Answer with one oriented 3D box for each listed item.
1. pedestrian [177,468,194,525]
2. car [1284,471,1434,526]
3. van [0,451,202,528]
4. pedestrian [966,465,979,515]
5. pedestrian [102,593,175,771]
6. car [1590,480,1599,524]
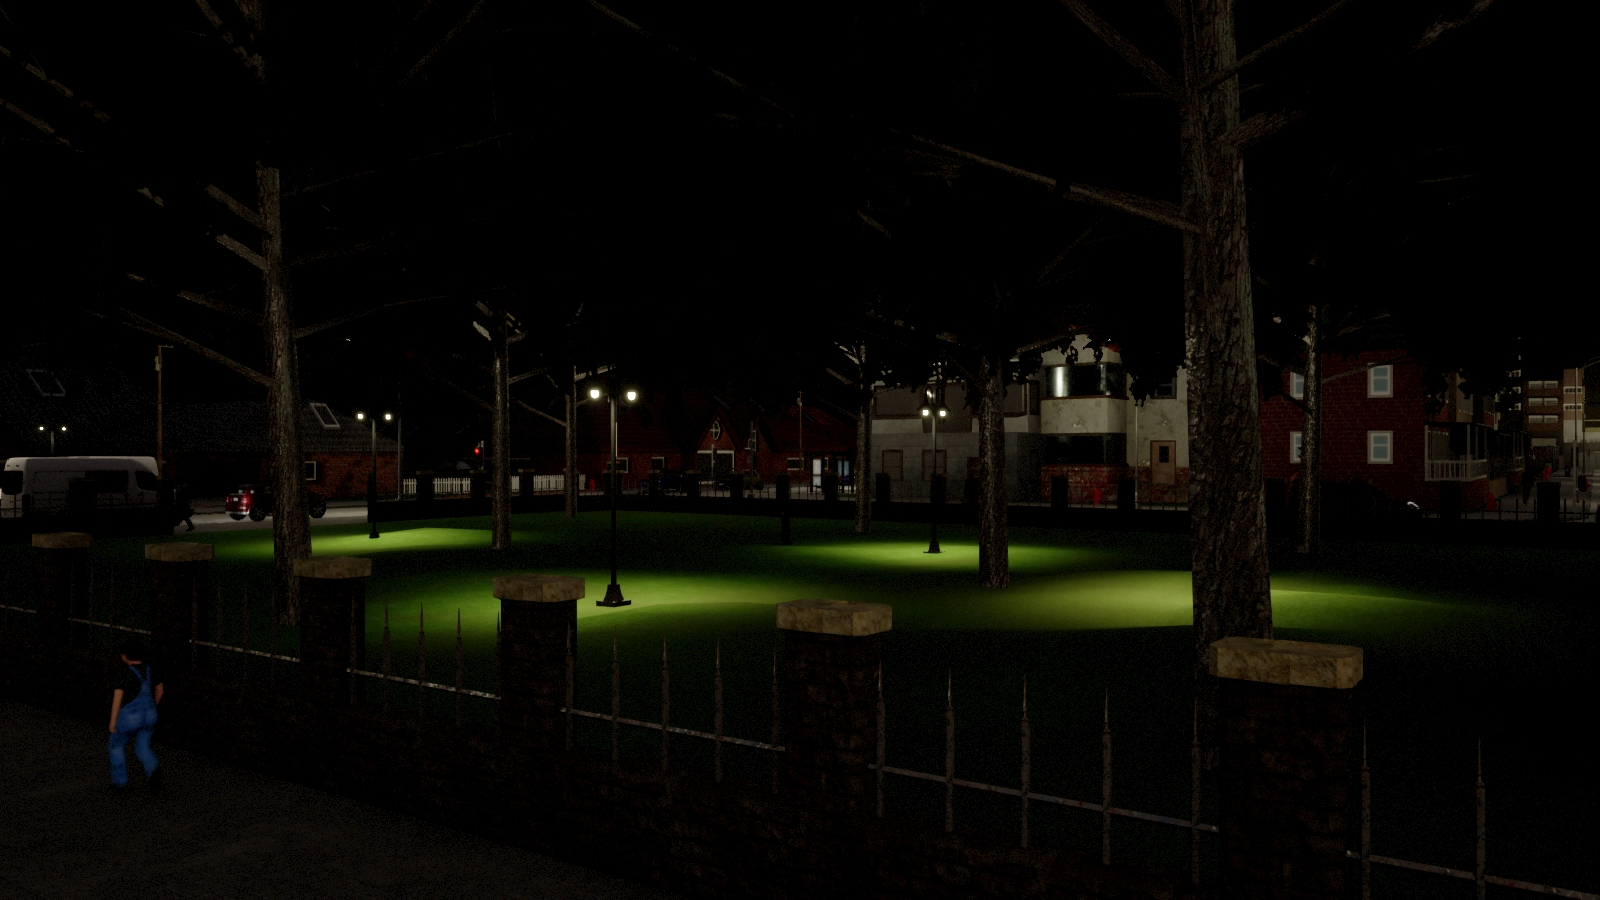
[{"bbox_3d":[-20.307,1.525,37.756,0.375,1.860,0.375,0,0,35],"label":"pedestrian"},{"bbox_3d":[19.928,1.685,40.796,4.553,1.767,2.097,0,0,35],"label":"car"},{"bbox_3d":[-24.847,1.314,40.778,1.988,2.561,5.915,0,0,36],"label":"van"},{"bbox_3d":[6.577,1.524,43.599,0.375,1.860,0.375,0,0,36],"label":"pedestrian"},{"bbox_3d":[-5.207,1.805,8.994,0.375,1.300,0.375,0,0,35],"label":"pedestrian"},{"bbox_3d":[29.559,1.818,39.246,3.633,1.501,1.845,0,0,-6],"label":"car"}]
